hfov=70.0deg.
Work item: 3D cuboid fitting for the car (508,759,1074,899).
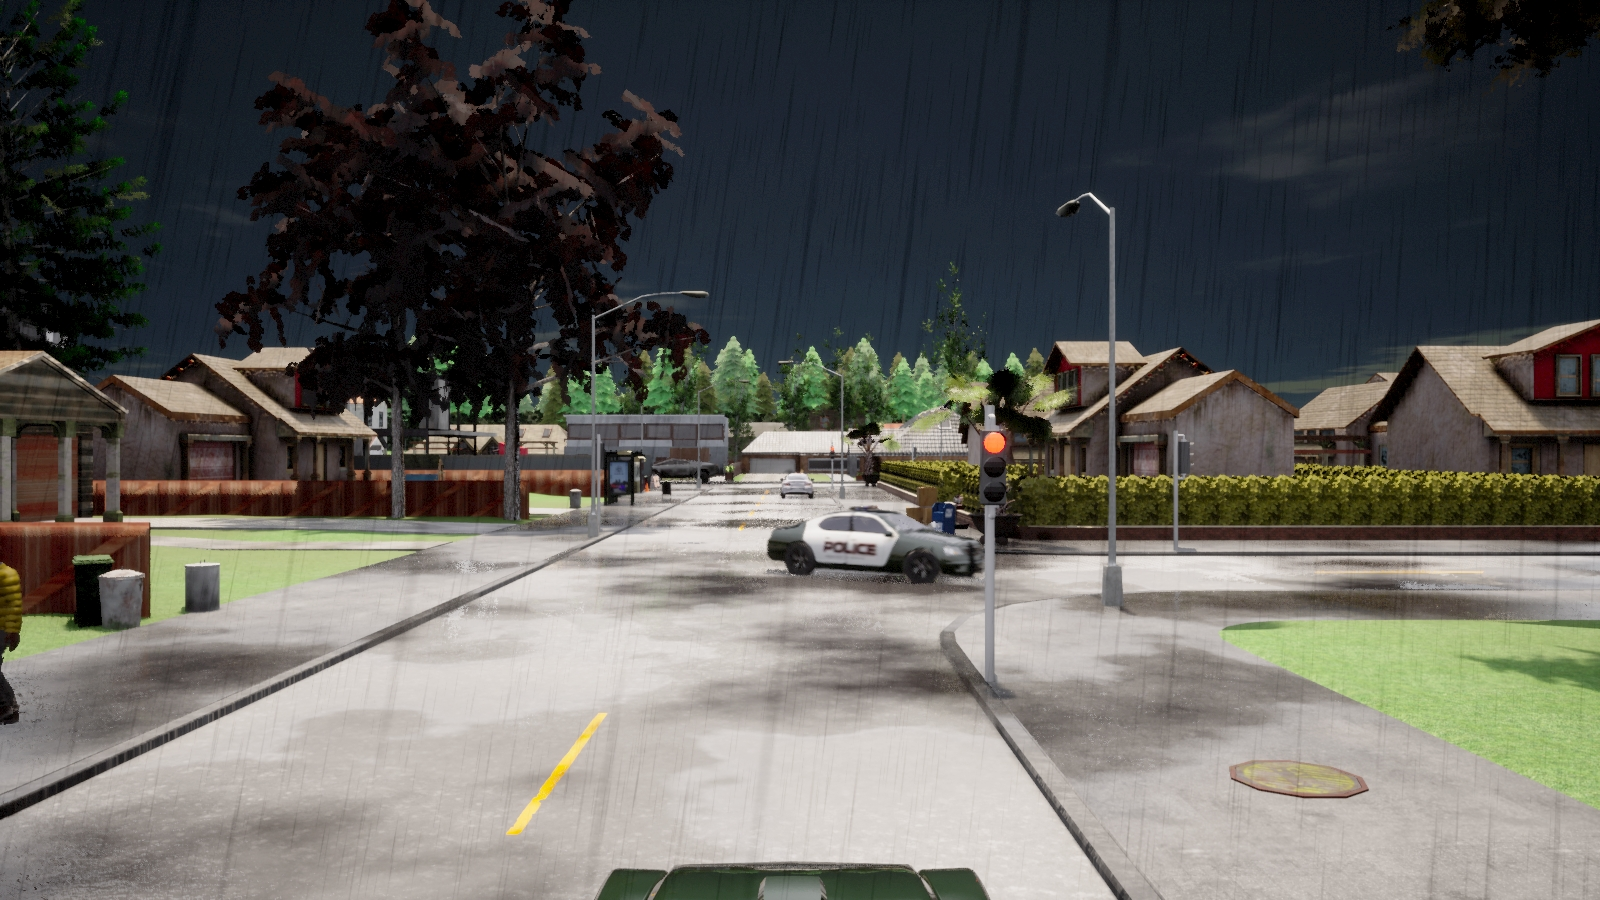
[{"bbox_3d":[-0.028,2.155,3.193,1.895,1.301,4.718,0,0,0],"label":"car"}]

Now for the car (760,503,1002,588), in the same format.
[{"bbox_3d":[1.754,2.038,25.357,4.974,1.542,2.038,0,-1,32],"label":"car"}]

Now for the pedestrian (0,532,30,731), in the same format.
[{"bbox_3d":[-7.748,1.746,11.062,0.375,1.860,0.375,0,0,33],"label":"pedestrian"}]

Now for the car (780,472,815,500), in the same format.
[{"bbox_3d":[-0.164,2.081,66.907,2.002,1.442,4.674,0,0,0],"label":"car"}]
